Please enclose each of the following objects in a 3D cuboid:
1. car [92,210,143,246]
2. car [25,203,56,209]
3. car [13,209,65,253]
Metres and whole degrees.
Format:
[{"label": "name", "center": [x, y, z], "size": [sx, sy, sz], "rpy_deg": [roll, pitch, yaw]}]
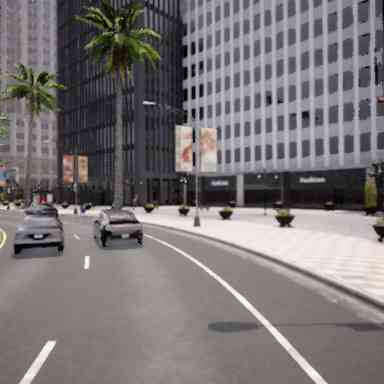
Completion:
[{"label": "car", "center": [-3.694, 1.639, 16.145], "size": [2.128, 1.511, 4.902], "rpy_deg": [0, 0, -22]}, {"label": "car", "center": [-14.269, 1.840, 31.311], "size": [1.837, 1.490, 4.892], "rpy_deg": [0, -1, -44]}, {"label": "car", "center": [-6.609, 1.704, 14.580], "size": [2.033, 1.411, 5.357], "rpy_deg": [0, 0, -22]}]
